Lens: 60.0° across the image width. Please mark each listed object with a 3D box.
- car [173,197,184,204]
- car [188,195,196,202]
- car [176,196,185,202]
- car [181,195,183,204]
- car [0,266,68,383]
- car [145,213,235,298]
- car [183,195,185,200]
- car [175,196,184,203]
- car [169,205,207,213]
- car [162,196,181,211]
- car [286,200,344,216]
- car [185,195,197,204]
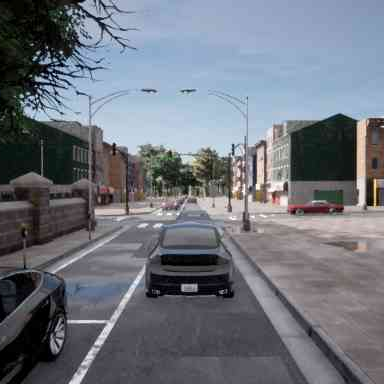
[{"bbox_3d":[-2.733,1.650,68.688,2.008,1.369,4.403,-1,0,0],"label":"car"},{"bbox_3d":[-0.103,1.612,82.093,1.882,1.535,5.008,0,0,0],"label":"car"},{"bbox_3d":[-2.746,1.693,79.558,1.947,1.339,4.313,-1,0,0],"label":"car"},{"bbox_3d":[-2.706,1.489,46.949,1.967,1.590,4.097,-1,0,0],"label":"car"},{"bbox_3d":[-2.648,1.565,3.195,1.947,1.339,4.313,-1,0,0],"label":"car"},{"bbox_3d":[-0.033,1.505,8.493,1.837,1.490,4.892,0,0,0],"label":"car"},{"bbox_3d":[-2.726,1.630,63.253,1.887,1.381,4.507,-1,0,0],"label":"car"},{"bbox_3d":[-2.739,1.658,74.123,1.887,1.381,4.507,-1,0,0],"label":"car"},{"bbox_3d":[0.080,1.553,15.983,2.033,1.411,5.357,0,0,0],"label":"car"},{"bbox_3d":[-2.699,1.479,41.515,1.967,1.590,4.097,-1,0,0],"label":"car"},{"bbox_3d":[10.920,1.429,29.802,4.718,1.301,1.895,-1,1,0],"label":"car"},{"bbox_3d":[0.013,1.586,67.995,2.128,1.511,4.902,0,-1,0],"label":"car"}]
